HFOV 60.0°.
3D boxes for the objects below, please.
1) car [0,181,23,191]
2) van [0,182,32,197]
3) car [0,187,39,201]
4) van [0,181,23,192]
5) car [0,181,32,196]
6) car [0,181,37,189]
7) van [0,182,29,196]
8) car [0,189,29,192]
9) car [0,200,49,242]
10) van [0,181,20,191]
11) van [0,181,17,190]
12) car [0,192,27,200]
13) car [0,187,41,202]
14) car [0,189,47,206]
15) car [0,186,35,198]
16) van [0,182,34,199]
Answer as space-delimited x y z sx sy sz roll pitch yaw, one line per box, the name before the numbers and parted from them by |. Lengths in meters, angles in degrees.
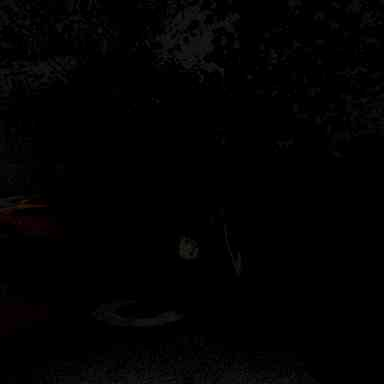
car | -38.947 -1.282 70.245 5.566 2.045 2.435 1 1 -30
van | -24.832 -0.334 46.282 4.442 1.987 1.878 1 1 -30
car | -20.739 0.203 39.068 4.792 1.488 2.163 1 1 -30
van | -34.645 -0.980 63.141 4.442 1.987 1.878 1 1 -30
car | -27.741 -0.545 50.994 5.566 2.045 2.435 1 1 -30
car | -15.164 0.365 29.496 5.566 2.045 2.435 1 2 -30
van | -26.426 -0.430 48.558 4.442 1.987 1.878 1 1 -30
car | -12.574 0.841 24.612 5.366 1.575 1.946 1 2 -30
car | -6.912 1.305 15.240 5.008 1.535 2.097 1 2 -30
van | -40.216 -1.346 72.712 4.442 1.987 1.878 1 1 -30
van | -43.207 -1.533 77.387 4.442 1.987 1.878 1 1 -30
car | -8.269 1.064 17.648 4.553 1.767 2.185 1 2 -30
car | -19.412 0.302 36.788 4.792 1.488 2.163 1 2 -30
car | -16.615 0.529 31.867 4.792 1.488 2.163 1 2 -30
car | -23.542 -0.019 43.838 5.008 1.535 2.097 1 1 -30
van | -22.233 -0.151 41.370 4.442 1.987 1.878 1 2 -31
